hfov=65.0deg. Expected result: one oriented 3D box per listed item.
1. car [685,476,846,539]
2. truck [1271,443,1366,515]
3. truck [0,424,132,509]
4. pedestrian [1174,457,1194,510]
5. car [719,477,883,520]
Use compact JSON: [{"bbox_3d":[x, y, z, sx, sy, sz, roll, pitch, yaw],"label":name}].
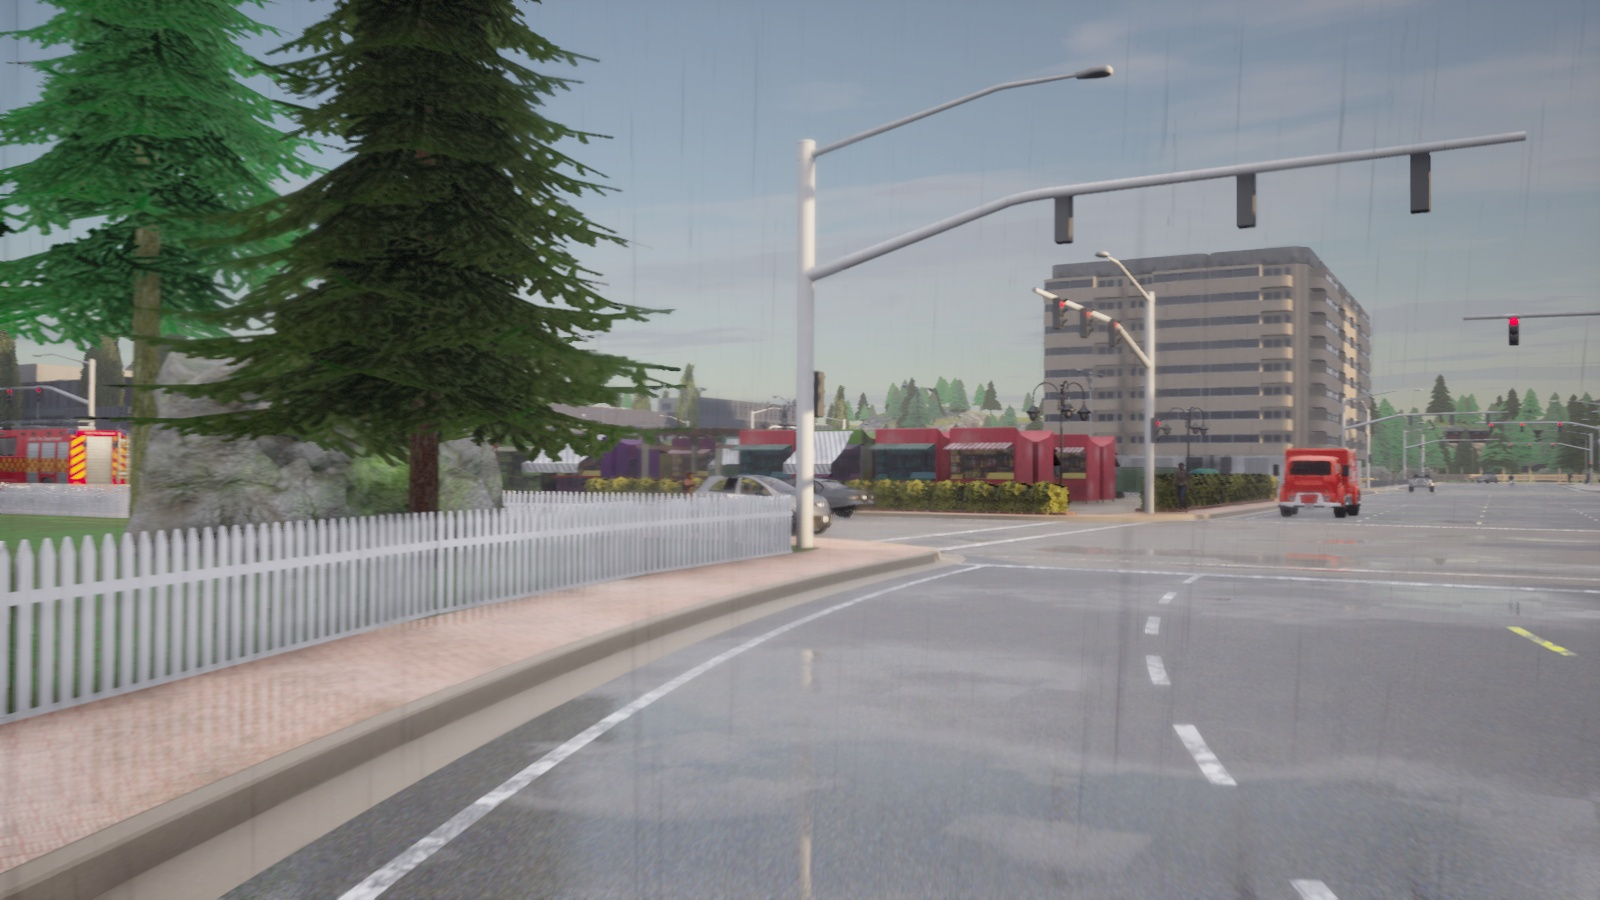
[{"bbox_3d":[-0.878,1.420,31.802,3.633,1.501,1.845,-1,-1,30],"label":"car"},{"bbox_3d":[19.141,1.040,46.221,2.627,2.467,5.204,-1,-1,29],"label":"truck"},{"bbox_3d":[-35.693,0.818,59.665,8.468,3.827,2.891,-1,-1,30],"label":"truck"},{"bbox_3d":[13.402,1.160,43.795,0.328,1.805,0.869,-1,-1,40],"label":"pedestrian"},{"bbox_3d":[0.002,1.644,43.356,5.357,1.411,2.033,-1,-1,30],"label":"car"}]
